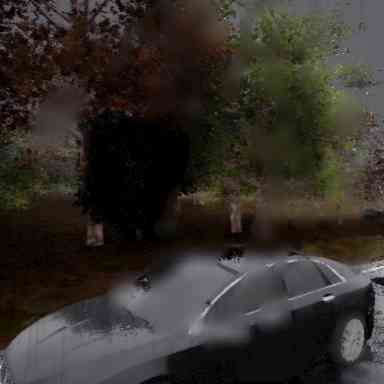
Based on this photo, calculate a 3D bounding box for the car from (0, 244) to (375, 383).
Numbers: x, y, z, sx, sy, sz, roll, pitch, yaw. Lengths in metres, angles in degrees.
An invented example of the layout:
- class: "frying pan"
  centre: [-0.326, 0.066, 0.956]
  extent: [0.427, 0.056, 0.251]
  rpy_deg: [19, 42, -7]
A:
- class: "car"
  centre: [0.394, 1.500, 4.176]
  extent: [4.892, 1.490, 1.837]
  rpy_deg: [0, 0, -35]
